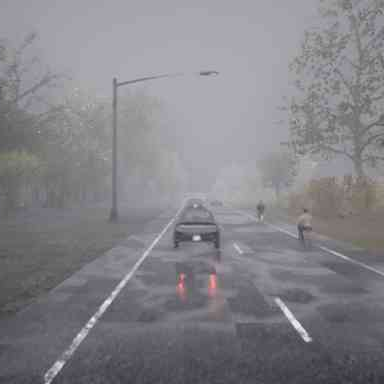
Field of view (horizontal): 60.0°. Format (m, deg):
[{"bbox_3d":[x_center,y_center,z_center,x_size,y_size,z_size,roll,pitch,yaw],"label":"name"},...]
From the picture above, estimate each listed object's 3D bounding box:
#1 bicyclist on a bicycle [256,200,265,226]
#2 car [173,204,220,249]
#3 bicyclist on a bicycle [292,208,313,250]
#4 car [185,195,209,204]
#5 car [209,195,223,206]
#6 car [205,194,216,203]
[{"bbox_3d":[4.630,1.404,22.599,0.659,1.776,1.843,0,0,0],"label":"bicyclist on a bicycle"},{"bbox_3d":[0.200,1.502,14.702,2.128,1.511,4.902,0,0,0],"label":"car"},{"bbox_3d":[4.532,1.464,13.387,0.866,1.612,1.509,0,0,1],"label":"bicyclist on a bicycle"},{"bbox_3d":[0.344,1.376,33.307,2.097,1.767,4.553,0,0,0],"label":"car"},{"bbox_3d":[4.014,1.620,55.759,1.994,1.385,4.181,0,0,0],"label":"car"},{"bbox_3d":[4.054,1.425,73.487,2.097,1.767,4.553,0,0,0],"label":"car"}]
